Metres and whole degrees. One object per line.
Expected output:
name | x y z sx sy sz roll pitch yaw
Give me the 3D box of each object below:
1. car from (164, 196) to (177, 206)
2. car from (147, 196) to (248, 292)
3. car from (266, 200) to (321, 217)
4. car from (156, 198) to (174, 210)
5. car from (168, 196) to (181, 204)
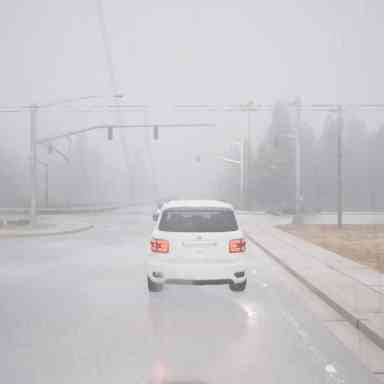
car | -3.567 1.505 55.132 1.837 1.490 4.892 0 0 0
car | 0.066 1.218 9.092 2.150 2.045 5.566 0 0 -2
car | 9.308 1.518 30.601 4.902 1.511 2.128 0 0 1
car | -3.594 1.547 44.945 2.033 1.411 5.357 0 0 0
car | -3.436 1.490 65.396 2.128 1.511 4.902 0 0 1
